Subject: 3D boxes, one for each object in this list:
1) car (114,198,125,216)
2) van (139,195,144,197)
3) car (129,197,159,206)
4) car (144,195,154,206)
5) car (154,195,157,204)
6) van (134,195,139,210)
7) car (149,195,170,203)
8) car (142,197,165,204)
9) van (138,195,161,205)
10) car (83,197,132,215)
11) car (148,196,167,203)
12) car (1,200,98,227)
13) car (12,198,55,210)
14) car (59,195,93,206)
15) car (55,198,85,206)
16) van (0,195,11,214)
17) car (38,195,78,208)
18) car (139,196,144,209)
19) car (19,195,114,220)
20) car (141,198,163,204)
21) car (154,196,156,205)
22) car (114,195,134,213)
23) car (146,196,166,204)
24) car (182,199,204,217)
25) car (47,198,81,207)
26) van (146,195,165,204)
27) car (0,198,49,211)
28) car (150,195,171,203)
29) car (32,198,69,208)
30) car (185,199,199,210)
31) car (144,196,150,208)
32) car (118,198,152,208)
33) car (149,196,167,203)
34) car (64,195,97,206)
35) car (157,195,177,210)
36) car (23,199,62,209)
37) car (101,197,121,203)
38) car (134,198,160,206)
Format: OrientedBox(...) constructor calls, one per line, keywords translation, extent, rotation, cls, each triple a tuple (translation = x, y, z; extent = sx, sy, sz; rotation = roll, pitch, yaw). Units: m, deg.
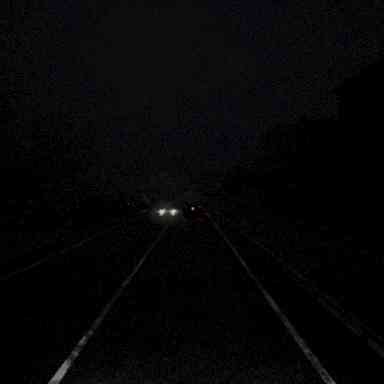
OrientedBox(translation=(-8.852, 1.510, 29.437), extent=(4.892, 1.521, 2.231), rotation=(0, 0, 0), cls="car")
OrientedBox(translation=(-8.970, 1.407, 43.456), extent=(4.442, 1.987, 1.878), rotation=(0, -1, 0), cls="van")
OrientedBox(translation=(-9.067, 1.832, 63.072), extent=(5.366, 1.575, 1.946), rotation=(0, -1, 0), cls="car")
OrientedBox(translation=(-8.890, 1.434, 49.063), extent=(5.566, 2.045, 2.435), rotation=(0, -1, 0), cls="car")
OrientedBox(translation=(-8.872, 1.801, 60.273), extent=(5.008, 1.535, 2.097), rotation=(0, -1, 0), cls="car")
OrientedBox(translation=(-8.732, 1.354, 37.849), extent=(4.442, 1.987, 1.878), rotation=(0, -1, 0), cls="van")
OrientedBox(translation=(-8.892, 1.937, 91.106), extent=(5.566, 2.045, 2.435), rotation=(0, -1, 0), cls="car")
OrientedBox(translation=(-8.896, 2.012, 77.088), extent=(5.008, 1.535, 2.097), rotation=(0, -1, 0), cls="car")
OrientedBox(translation=(-8.772, 1.680, 68.682), extent=(4.442, 1.987, 1.878), rotation=(0, -1, 0), cls="van")
OrientedBox(translation=(-8.815, 1.428, 35.044), extent=(4.553, 1.767, 2.185), rotation=(0, -1, 0), cls="car")
OrientedBox(translation=(-8.881, 1.992, 85.499), extent=(4.553, 1.767, 2.185), rotation=(0, -1, 0), cls="car")
OrientedBox(translation=(-8.843, 1.467, 21.032), extent=(4.892, 1.521, 2.231), rotation=(0, 0, 0), cls="car")
OrientedBox(translation=(-21.932, 1.658, 46.123), extent=(5.008, 1.535, 2.097), rotation=(0, -1, 0), cls="car")
OrientedBox(translation=(-21.932, 1.582, 62.834), extent=(5.566, 2.045, 2.435), rotation=(0, -1, 0), cls="car")
OrientedBox(translation=(-21.954, 1.838, 59.923), extent=(4.674, 1.452, 2.002), rotation=(0, -1, 0), cls="car")
OrientedBox(translation=(-22.043, 1.328, 34.982), extent=(4.442, 1.987, 1.878), rotation=(0, 0, 0), cls="van")
OrientedBox(translation=(-21.921, 1.487, 54.479), extent=(5.566, 2.045, 2.435), rotation=(0, -1, 0), cls="car")
OrientedBox(translation=(-8.845, 1.608, 40.651), extent=(4.892, 1.521, 2.231), rotation=(0, -1, 0), cls="car")
OrientedBox(translation=(-8.876, 1.226, 23.834), extent=(5.566, 2.045, 2.435), rotation=(0, 0, 0), cls="car")
OrientedBox(translation=(-8.868, 2.006, 74.285), extent=(4.792, 1.488, 2.163), rotation=(0, -1, 0), cls="car")
OrientedBox(translation=(-8.840, 1.769, 54.665), extent=(4.792, 1.488, 2.163), rotation=(0, -1, 0), cls="car")
OrientedBox(translation=(-8.874, 1.280, 32.244), extent=(5.566, 2.045, 2.435), rotation=(0, 0, 0), cls="car")
OrientedBox(translation=(-8.940, 1.957, 82.696), extent=(4.553, 1.767, 2.185), rotation=(0, -1, 0), cls="car")
OrientedBox(translation=(0.091, 1.568, 32.329), extent=(2.163, 1.488, 4.792), rotation=(0, -1, 0), cls="car")
OrientedBox(translation=(-21.947, 1.769, 57.262), extent=(5.008, 1.535, 2.097), rotation=(0, -1, 0), cls="car")
OrientedBox(translation=(-8.788, 1.821, 79.894), extent=(4.442, 1.987, 1.878), rotation=(0, -1, 0), cls="van")
OrientedBox(translation=(-21.748, 1.629, 43.337), extent=(5.366, 1.575, 1.946), rotation=(0, -1, 0), cls="car")
OrientedBox(translation=(-8.896, 1.972, 93.909), extent=(5.566, 2.045, 2.435), rotation=(0, -1, 0), cls="car")
OrientedBox(translation=(-21.974, 1.740, 51.693), extent=(4.792, 1.488, 2.163), rotation=(0, -1, 0), cls="car")
OrientedBox(translation=(0.001, 1.760, 48.463), extent=(2.033, 1.411, 5.357), rotation=(0, -1, 0), cls="car")
OrientedBox(translation=(-8.852, 1.659, 46.257), extent=(5.008, 1.535, 2.097), rotation=(0, -1, 0), cls="car")
OrientedBox(translation=(-8.861, 1.713, 51.868), extent=(4.892, 1.521, 2.231), rotation=(0, -1, 0), cls="car")
OrientedBox(translation=(-8.885, 2.027, 88.302), extent=(4.553, 1.767, 2.185), rotation=(0, -1, 0), cls="car")
OrientedBox(translation=(-21.936, 1.615, 65.495), extent=(5.566, 2.045, 2.435), rotation=(0, -1, 0), cls="car")
OrientedBox(translation=(-3.334, 1.426, 47.484), extent=(2.150, 2.045, 5.566), rotation=(0, -1, 0), cls="car")
OrientedBox(translation=(-21.912, 1.714, 48.908), extent=(4.792, 1.488, 2.163), rotation=(0, -1, 0), cls="car")
OrientedBox(translation=(-22.006, 2.185, 90.713), extent=(4.892, 1.521, 2.231), rotation=(0, -1, 0), cls="car")
OrientedBox(translation=(-8.914, 1.900, 65.875), extent=(4.792, 1.488, 2.163), rotation=(0, -1, 0), cls="car")
